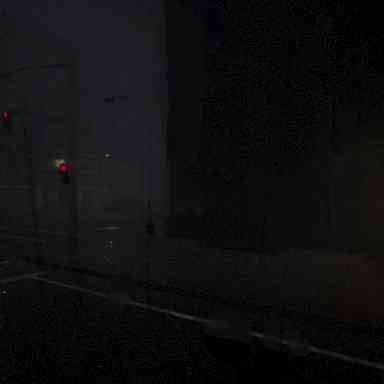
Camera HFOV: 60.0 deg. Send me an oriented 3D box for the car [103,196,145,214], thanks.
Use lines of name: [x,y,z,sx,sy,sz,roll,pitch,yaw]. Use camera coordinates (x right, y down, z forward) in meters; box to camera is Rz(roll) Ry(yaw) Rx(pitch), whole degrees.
car: [-8.288,1.524,41.145,2.150,2.045,5.566,-1,0,35]
